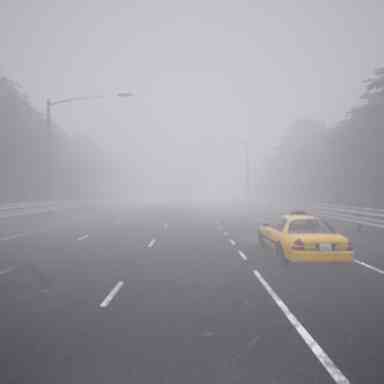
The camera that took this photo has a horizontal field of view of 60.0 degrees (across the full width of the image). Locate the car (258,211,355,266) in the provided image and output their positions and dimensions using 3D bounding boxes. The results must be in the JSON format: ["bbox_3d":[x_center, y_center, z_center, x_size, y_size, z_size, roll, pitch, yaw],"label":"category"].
[{"bbox_3d":[3.532,1.416,11.361,1.801,1.575,5.366,0,0,0],"label":"car"}]
